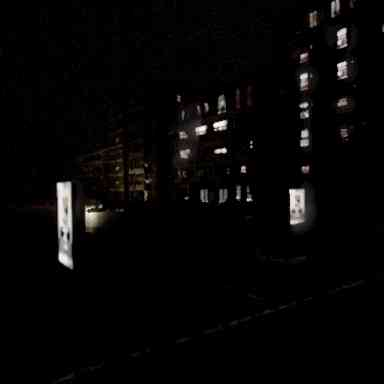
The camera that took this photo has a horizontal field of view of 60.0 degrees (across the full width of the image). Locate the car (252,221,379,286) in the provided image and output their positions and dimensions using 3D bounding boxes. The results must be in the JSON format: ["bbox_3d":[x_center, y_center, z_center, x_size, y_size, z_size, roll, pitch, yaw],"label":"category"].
[{"bbox_3d":[3.505,1.491,9.070,4.206,1.307,1.802,-1,0,-35],"label":"car"}]

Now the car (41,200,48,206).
[{"bbox_3d":[-36.530,2.656,83.124,1.887,1.381,4.507,-2,1,-36],"label":"car"}]

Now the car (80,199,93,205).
[{"bbox_3d":[-26.477,2.436,83.527,1.947,1.339,4.313,-2,1,-36],"label":"car"}]

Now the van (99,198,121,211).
[{"bbox_3d":[-11.710,1.825,48.786,1.690,1.788,3.998,-2,1,-36],"label":"van"}]

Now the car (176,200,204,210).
[{"bbox_3d":[-0.284,1.791,47.488,1.802,1.307,4.206,-2,1,-36],"label":"car"}]

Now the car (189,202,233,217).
[{"bbox_3d":[1.879,1.748,34.512,1.895,1.301,4.718,-1,0,-36],"label":"car"}]

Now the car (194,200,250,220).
[{"bbox_3d":[2.560,1.677,28.917,2.008,1.369,4.403,-2,1,-36],"label":"car"}]

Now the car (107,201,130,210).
[{"bbox_3d":[-11.879,2.093,53.666,1.895,1.301,4.718,-1,0,-36],"label":"car"}]

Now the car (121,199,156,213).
[{"bbox_3d":[-6.786,1.905,41.902,1.887,1.381,4.507,-2,1,-36],"label":"car"}]

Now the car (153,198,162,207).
[{"bbox_3d":[-6.881,1.815,56.464,1.967,1.590,4.097,-2,1,-36],"label":"car"}]

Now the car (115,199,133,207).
[{"bbox_3d":[-13.412,2.122,65.484,1.802,1.307,4.206,-2,1,-36],"label":"car"}]

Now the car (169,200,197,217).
[{"bbox_3d":[-0.707,1.759,33.428,2.008,1.369,4.403,-2,1,-36],"label":"car"}]

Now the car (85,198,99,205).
[{"bbox_3d":[-23.216,2.227,79.016,1.967,1.590,4.097,-2,1,-36],"label":"car"}]

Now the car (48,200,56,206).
[{"bbox_3d":[-29.998,2.496,74.102,2.008,1.369,4.403,-2,1,-36],"label":"car"}]
